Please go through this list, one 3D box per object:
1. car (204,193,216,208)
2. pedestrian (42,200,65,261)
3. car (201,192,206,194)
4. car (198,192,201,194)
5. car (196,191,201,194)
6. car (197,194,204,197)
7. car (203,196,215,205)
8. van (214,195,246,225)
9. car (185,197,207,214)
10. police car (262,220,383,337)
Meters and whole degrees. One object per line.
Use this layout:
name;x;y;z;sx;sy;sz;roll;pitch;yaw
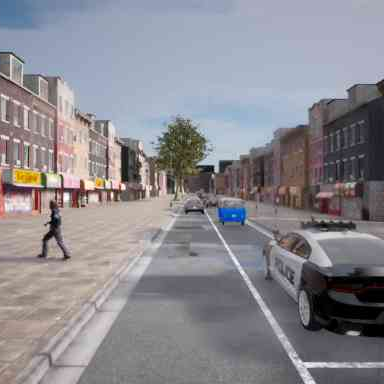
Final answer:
car;2.824;1.349;45.615;1.967;1.590;4.097;1;0;0
pedestrian;-4.183;1.137;10.040;0.375;1.860;0.375;0;0;0
car;2.848;1.198;51.156;2.192;1.841;5.009;1;0;0
car;2.954;1.281;78.863;2.008;1.369;4.403;1;0;0
car;3.000;0.972;89.944;2.192;1.841;5.009;1;0;0
car;0.260;1.390;44.878;1.882;1.535;5.008;0;0;1
car;2.866;1.421;56.698;1.947;1.339;4.313;1;0;0
van;2.737;1.323;23.448;1.690;1.788;3.998;0;0;0
car;0.239;1.515;34.966;1.994;1.385;4.181;0;0;0
police car;2.777;1.426;6.997;1.930;1.638;5.238;0;0;0
